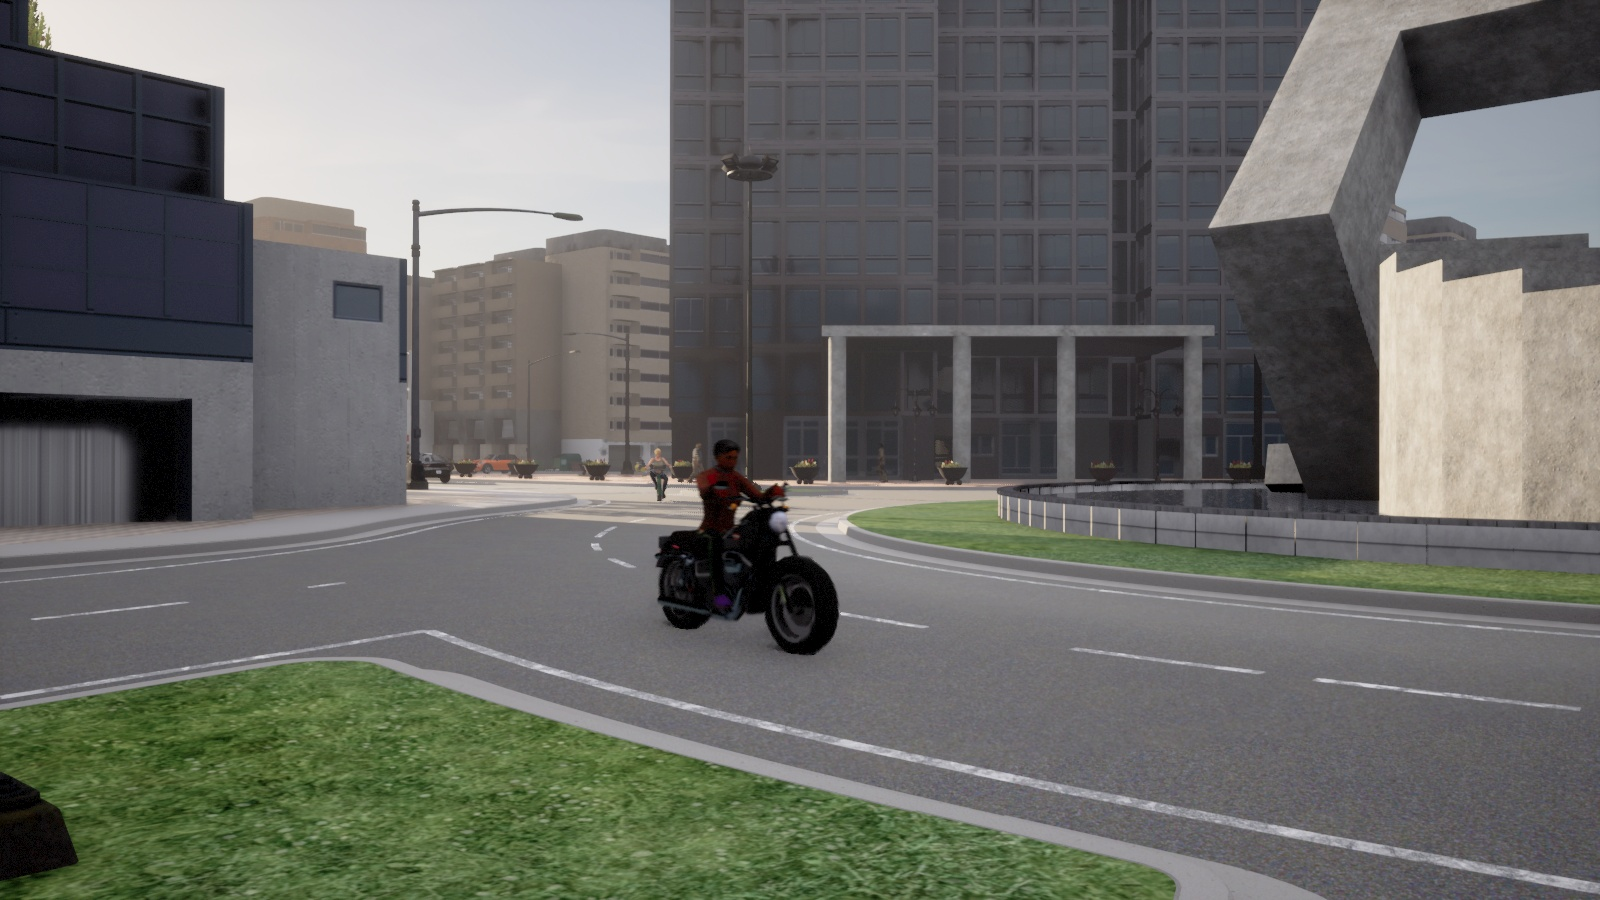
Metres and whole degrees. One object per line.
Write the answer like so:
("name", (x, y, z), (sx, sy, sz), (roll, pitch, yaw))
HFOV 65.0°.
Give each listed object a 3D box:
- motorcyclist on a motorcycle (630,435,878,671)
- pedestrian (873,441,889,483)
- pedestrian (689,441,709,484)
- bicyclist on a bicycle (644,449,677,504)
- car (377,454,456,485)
("motorcyclist on a motorcycle", (-0.435, 0.720, 9.934), (0.766, 1.649, 2.350), (0, 0, -36))
("pedestrian", (3.653, 0.543, 56.805), (0.692, 1.930, 0.396), (0, 0, 8))
("pedestrian", (-4.388, 0.542, 54.428), (0.694, 1.848, 0.540), (0, 0, 30))
("bicyclist on a bicycle", (-4.243, 0.782, 37.993), (0.866, 1.612, 1.509), (-2, 0, -10))
("car", (-18.808, 0.948, 61.466), (4.193, 1.474, 1.816), (0, 0, 42))
